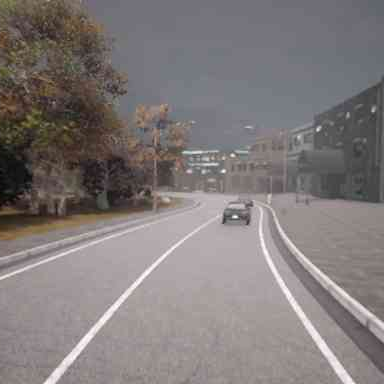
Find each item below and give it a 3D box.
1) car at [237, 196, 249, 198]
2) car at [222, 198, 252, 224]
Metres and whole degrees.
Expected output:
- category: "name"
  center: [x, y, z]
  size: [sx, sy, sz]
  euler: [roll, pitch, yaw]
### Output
- category: "car"
  center: [6.515, 1.171, 41.789]
  size: [1.994, 1.385, 4.181]
  euler: [1, 1, 6]
- category: "car"
  center: [3.204, 1.401, 23.426]
  size: [1.812, 1.442, 4.674]
  euler: [1, 1, 11]
